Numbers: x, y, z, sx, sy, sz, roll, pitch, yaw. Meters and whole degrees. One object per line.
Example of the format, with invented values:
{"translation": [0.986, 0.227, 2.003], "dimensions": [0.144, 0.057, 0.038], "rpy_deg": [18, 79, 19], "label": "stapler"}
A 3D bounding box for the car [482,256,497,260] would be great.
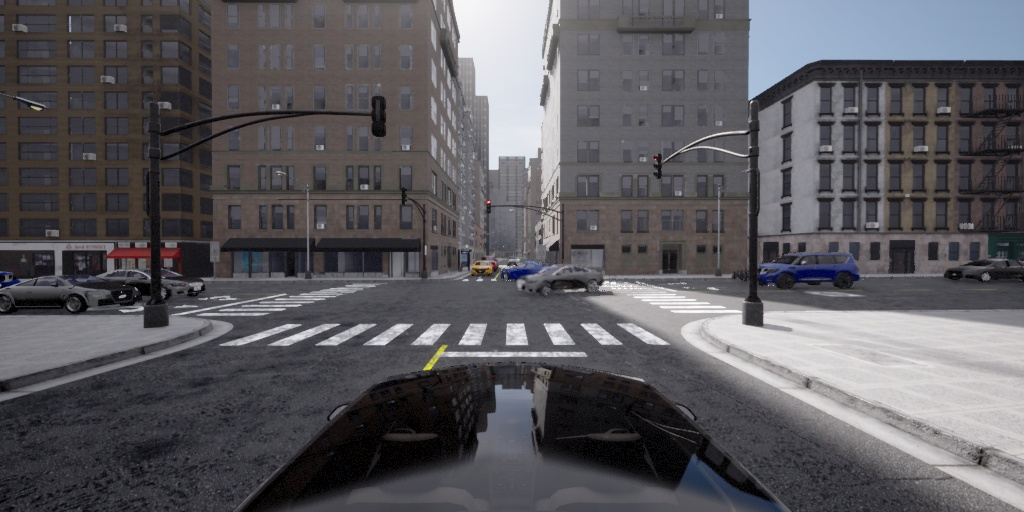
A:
{"translation": [-3.104, 0.984, 47.504], "dimensions": [2.150, 2.045, 5.566], "rpy_deg": [0, 0, 0], "label": "car"}

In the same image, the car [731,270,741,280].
{"translation": [18.028, 1.124, 24.396], "dimensions": [5.357, 1.411, 2.033], "rpy_deg": [0, 1, 0], "label": "car"}

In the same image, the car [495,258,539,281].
{"translation": [1.338, 1.161, 27.091], "dimensions": [5.008, 1.535, 1.882], "rpy_deg": [-2, 0, 43], "label": "car"}

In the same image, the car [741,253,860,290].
{"translation": [17.107, 0.839, 21.141], "dimensions": [5.566, 2.045, 2.150], "rpy_deg": [0, 1, 0], "label": "car"}

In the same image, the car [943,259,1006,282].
{"translation": [32.604, 0.978, 24.460], "dimensions": [4.892, 1.490, 1.837], "rpy_deg": [-1, 1, 0], "label": "car"}

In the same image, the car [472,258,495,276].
{"translation": [-3.100, 1.234, 37.548], "dimensions": [1.882, 1.535, 5.008], "rpy_deg": [0, 0, 0], "label": "car"}

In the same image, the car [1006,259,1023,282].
{"translation": [33.274, 0.996, 21.209], "dimensions": [4.902, 1.511, 2.128], "rpy_deg": [0, 1, 0], "label": "car"}

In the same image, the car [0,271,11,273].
{"translation": [-27.872, 1.111, 17.472], "dimensions": [5.566, 2.045, 2.150], "rpy_deg": [0, 1, -1], "label": "car"}

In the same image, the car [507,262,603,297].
{"translation": [2.528, 1.210, 18.790], "dimensions": [4.902, 1.511, 2.128], "rpy_deg": [0, 0, -28], "label": "car"}

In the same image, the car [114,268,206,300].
{"translation": [-17.790, 1.335, 17.538], "dimensions": [4.902, 1.511, 2.128], "rpy_deg": [0, 1, 1], "label": "car"}

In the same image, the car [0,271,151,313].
{"translation": [-17.522, 1.441, 14.279], "dimensions": [4.181, 1.385, 1.994], "rpy_deg": [0, 1, 0], "label": "car"}
